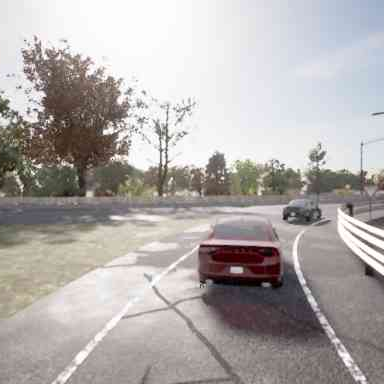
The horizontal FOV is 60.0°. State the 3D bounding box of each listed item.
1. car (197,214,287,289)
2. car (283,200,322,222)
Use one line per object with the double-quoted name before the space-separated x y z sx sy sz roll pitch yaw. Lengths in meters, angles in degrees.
"car" 1.420 1.379 9.089 1.882 1.535 5.008 0 1 12
"car" 7.911 1.267 23.807 1.812 1.442 4.674 0 1 33
